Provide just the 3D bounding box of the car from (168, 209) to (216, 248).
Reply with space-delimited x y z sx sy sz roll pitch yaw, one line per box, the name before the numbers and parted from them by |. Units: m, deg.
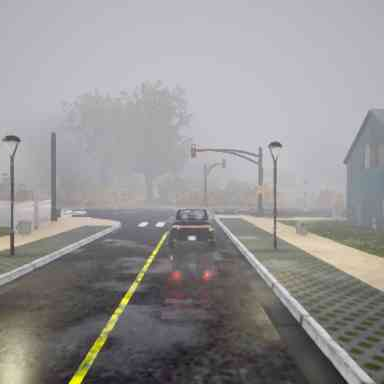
car | 0.000 1.492 14.651 2.128 1.511 4.902 0 0 0
